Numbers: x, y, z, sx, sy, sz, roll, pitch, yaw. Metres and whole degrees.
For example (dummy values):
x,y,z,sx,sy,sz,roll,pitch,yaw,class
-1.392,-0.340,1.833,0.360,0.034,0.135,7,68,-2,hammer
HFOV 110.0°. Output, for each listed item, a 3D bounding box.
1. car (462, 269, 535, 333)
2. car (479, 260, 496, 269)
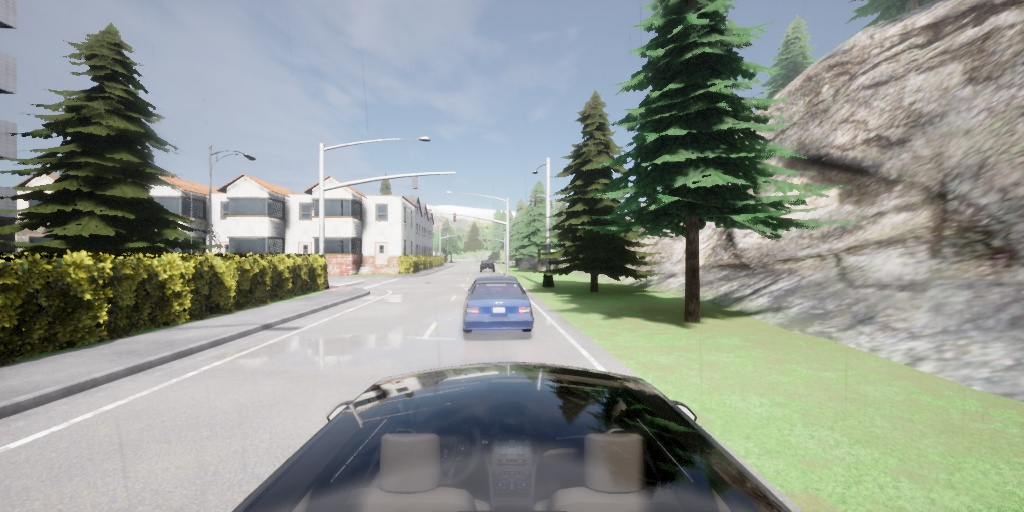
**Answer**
x,y,z,sx,sy,sz,roll,pitch,yaw,class
-0.478,1.297,10.777,2.033,1.411,5.357,0,0,-4,car
-3.113,1.255,45.319,1.837,1.490,4.892,0,0,-4,car
